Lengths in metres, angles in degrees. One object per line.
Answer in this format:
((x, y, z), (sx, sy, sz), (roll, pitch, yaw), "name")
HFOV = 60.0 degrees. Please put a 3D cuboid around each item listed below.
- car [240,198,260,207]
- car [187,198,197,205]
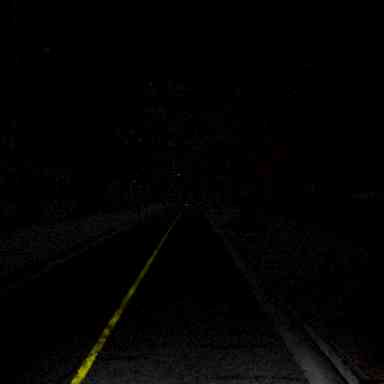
((10.846, 1.974, 57.906), (5.009, 1.841, 2.192), (1, -1, 0), "car")
((0.038, 2.024, 71.156), (1.994, 1.385, 4.181), (0, -1, 0), "car")
